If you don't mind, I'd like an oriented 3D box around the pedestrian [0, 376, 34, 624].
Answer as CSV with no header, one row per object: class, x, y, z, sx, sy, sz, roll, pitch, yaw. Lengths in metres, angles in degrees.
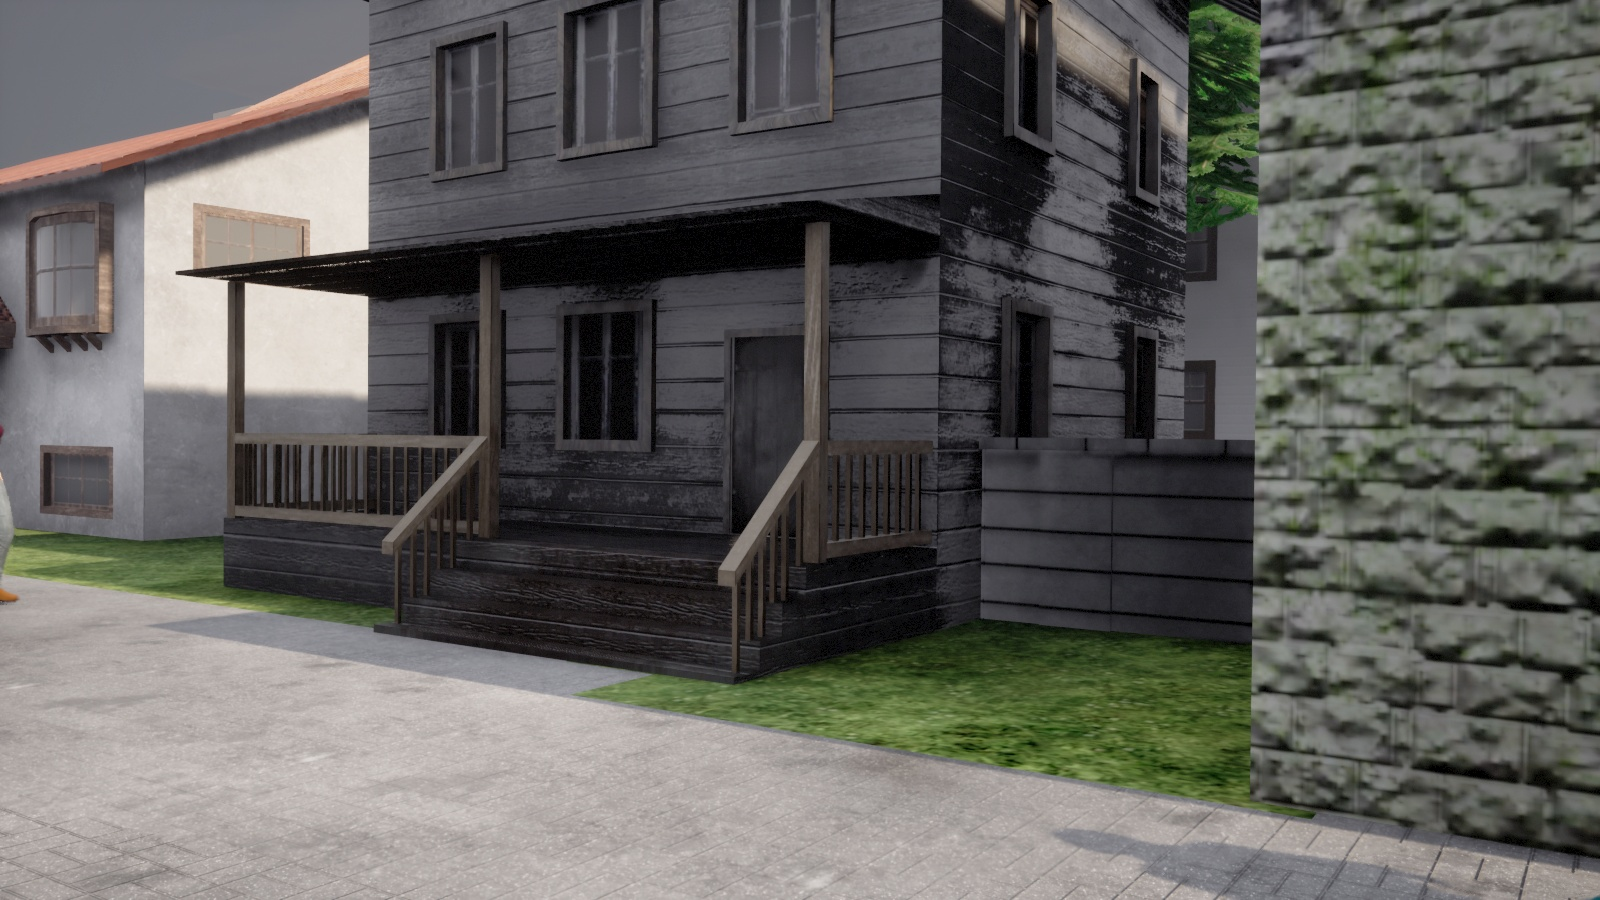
pedestrian,-6.190,0.368,9.485,0.594,1.836,0.345,0,1,12
